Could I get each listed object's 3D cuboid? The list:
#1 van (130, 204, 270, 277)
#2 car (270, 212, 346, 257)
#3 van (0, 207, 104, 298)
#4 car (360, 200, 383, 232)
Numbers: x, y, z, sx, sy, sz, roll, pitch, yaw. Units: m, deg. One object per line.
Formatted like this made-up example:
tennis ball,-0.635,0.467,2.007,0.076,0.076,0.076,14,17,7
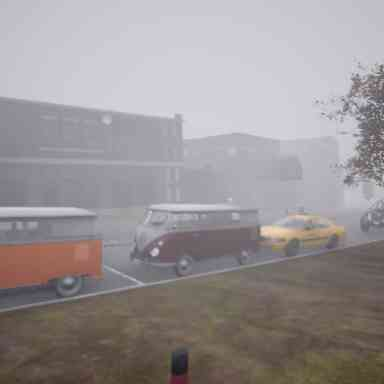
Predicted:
van,0.210,1.362,10.488,4.442,1.987,1.878,2,1,-40
car,4.484,1.642,13.973,5.366,1.575,1.946,2,1,-39
van,-4.268,1.312,7.135,4.442,1.987,1.878,2,1,-35
car,12.895,1.549,21.581,5.566,2.045,2.435,2,1,-45
